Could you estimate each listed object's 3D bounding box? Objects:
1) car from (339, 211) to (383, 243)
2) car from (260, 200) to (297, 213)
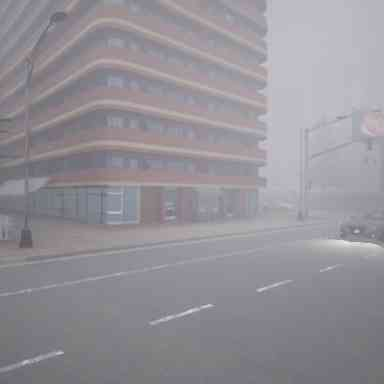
[{"bbox_3d":[9.270,1.685,17.037,4.181,1.385,1.994,1,0,-41],"label":"car"},{"bbox_3d":[10.805,1.772,41.819,1.812,1.442,4.674,0,0,-42],"label":"car"}]
